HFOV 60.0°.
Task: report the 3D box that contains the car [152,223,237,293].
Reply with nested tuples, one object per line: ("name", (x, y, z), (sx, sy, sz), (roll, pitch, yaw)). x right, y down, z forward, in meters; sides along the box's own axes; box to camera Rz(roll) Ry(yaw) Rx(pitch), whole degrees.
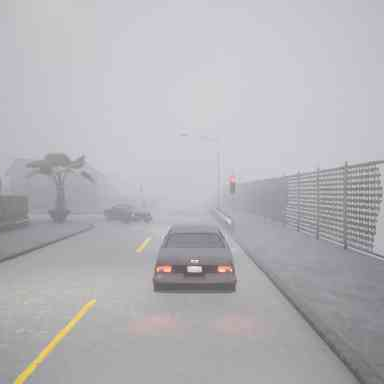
("car", (0.072, 1.547, 8.972), (2.033, 1.411, 5.357), (0, 0, 1))

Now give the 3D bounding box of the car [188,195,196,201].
("car", (0.088, 1.552, 86.622), (1.994, 1.385, 4.181), (0, 0, 0))

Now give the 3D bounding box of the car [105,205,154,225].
("car", (-4.645, 1.601, 24.397), (1.895, 1.301, 4.718), (0, 0, -37))
